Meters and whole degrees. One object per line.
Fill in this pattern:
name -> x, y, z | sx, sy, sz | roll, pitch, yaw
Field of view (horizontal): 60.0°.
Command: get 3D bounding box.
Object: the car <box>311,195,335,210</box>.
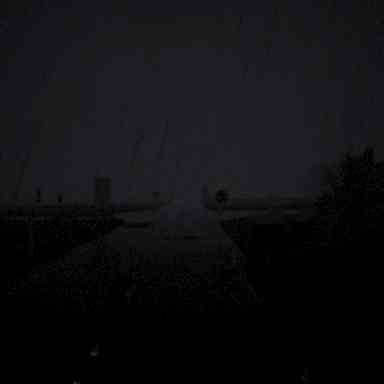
car -> 13.914, 1.026, 31.709 | 4.553, 1.767, 2.097 | -1, 1, 1

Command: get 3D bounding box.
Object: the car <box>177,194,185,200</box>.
car -> -2.756, 1.173, 83.812 | 2.033, 1.411, 5.357 | 0, 0, 0
